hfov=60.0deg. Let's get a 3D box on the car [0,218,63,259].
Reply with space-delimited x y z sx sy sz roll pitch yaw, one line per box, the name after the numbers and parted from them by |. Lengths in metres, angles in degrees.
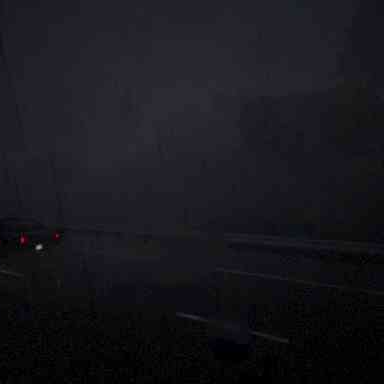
-7.195 1.631 12.729 4.718 1.301 1.895 0 0 32 | car
